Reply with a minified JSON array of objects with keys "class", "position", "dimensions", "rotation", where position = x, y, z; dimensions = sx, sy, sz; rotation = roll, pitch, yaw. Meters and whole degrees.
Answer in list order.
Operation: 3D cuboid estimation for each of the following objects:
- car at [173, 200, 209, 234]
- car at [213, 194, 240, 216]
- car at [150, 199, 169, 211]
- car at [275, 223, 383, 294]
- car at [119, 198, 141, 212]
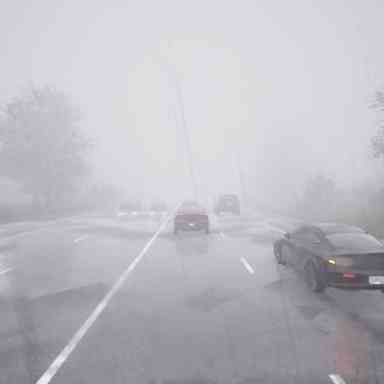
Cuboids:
[{"class":"car","position":[-0.044,1.481,19.183],"dimensions":[1.882,1.535,5.008],"rotation":[0,0,0]},{"class":"car","position":[3.337,1.224,32.628],"dimensions":[2.150,2.045,5.566],"rotation":[0,0,-1]},{"class":"car","position":[-3.919,1.535,40.043],"dimensions":[1.812,1.442,4.674],"rotation":[0,0,0]},{"class":"car","position":[3.540,1.525,8.699],"dimensions":[1.812,1.442,4.674],"rotation":[0,0,0]},{"class":"car","position":[-7.420,1.489,40.083],"dimensions":[1.882,1.535,5.008],"rotation":[0,0,0]}]
